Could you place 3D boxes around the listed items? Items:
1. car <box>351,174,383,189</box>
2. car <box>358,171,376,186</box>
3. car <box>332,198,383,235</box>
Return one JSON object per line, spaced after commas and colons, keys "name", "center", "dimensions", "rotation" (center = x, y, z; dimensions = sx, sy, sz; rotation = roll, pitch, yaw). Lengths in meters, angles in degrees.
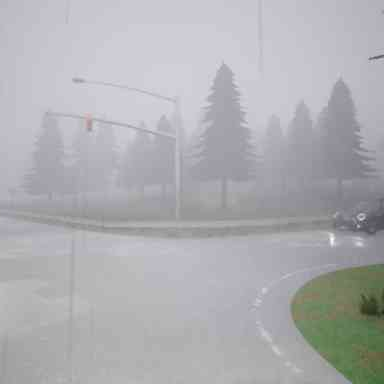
{"name": "car", "center": [22.431, -1.287, 42.412], "dimensions": [2.150, 2.045, 5.566], "rotation": [0, 4, 0]}
{"name": "car", "center": [27.234, -2.131, 51.995], "dimensions": [2.150, 2.045, 5.566], "rotation": [0, 5, 24]}
{"name": "car", "center": [9.668, 1.137, 17.561], "dimensions": [4.553, 1.767, 2.097], "rotation": [-2, 1, -22]}
